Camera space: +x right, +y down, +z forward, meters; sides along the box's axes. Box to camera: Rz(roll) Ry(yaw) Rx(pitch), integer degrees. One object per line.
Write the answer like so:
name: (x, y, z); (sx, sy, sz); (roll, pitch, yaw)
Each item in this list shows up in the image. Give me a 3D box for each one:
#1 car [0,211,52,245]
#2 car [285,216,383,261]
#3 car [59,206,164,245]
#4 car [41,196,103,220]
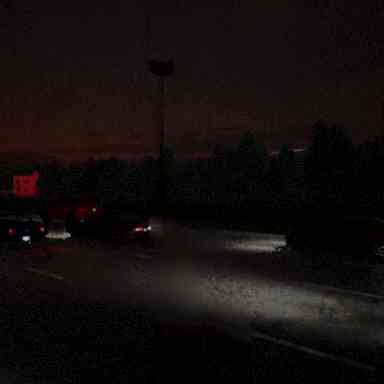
car: (-8.598, 1.617, 15.084); (4.718, 1.301, 1.895); (0, 0, 38)
car: (5.942, 1.630, 12.693); (4.674, 1.442, 1.812); (0, 0, 37)
car: (-3.800, 1.600, 15.805); (5.357, 1.411, 2.033); (0, 0, 38)
car: (-8.679, 1.280, 23.990); (5.566, 2.045, 2.150); (0, 0, 38)
